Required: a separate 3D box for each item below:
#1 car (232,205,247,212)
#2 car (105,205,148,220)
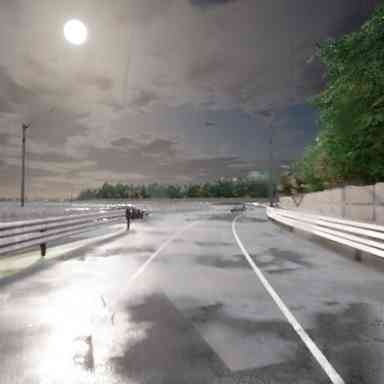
[{"bbox_3d":[8.569,2.933,59.620,1.994,1.385,4.181,0,-2,22],"label":"car"},{"bbox_3d":[-6.452,2.118,33.168,1.837,1.490,4.892,0,-1,38],"label":"car"}]
